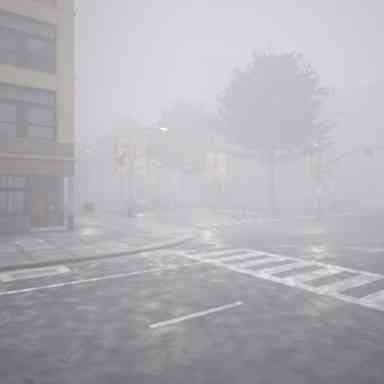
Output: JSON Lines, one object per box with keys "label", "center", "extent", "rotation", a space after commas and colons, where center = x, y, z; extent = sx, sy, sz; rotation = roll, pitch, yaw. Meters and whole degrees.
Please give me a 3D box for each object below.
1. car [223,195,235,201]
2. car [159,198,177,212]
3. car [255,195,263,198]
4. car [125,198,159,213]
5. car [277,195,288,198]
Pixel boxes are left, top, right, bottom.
{"label": "car", "center": [7.796, 1.410, 76.740], "extent": [2.161, 1.482, 4.786], "rotation": [0, 0, -36]}
{"label": "car", "center": [-3.622, 1.491, 39.764], "extent": [2.128, 1.511, 4.902], "rotation": [0, 0, -36]}
{"label": "car", "center": [17.436, 1.460, 83.206], "extent": [1.895, 1.301, 4.718], "rotation": [0, 0, -36]}
{"label": "car", "center": [-5.932, 1.525, 36.979], "extent": [1.812, 1.442, 4.674], "rotation": [0, 0, -36]}
{"label": "car", "center": [18.286, 1.317, 69.276], "extent": [2.002, 1.452, 4.674], "rotation": [0, 0, -36]}
